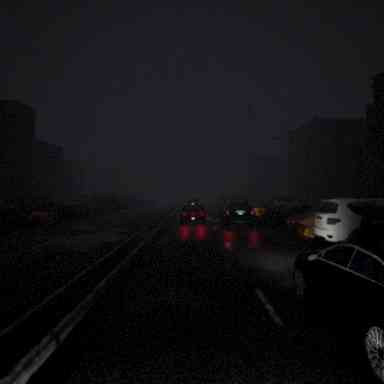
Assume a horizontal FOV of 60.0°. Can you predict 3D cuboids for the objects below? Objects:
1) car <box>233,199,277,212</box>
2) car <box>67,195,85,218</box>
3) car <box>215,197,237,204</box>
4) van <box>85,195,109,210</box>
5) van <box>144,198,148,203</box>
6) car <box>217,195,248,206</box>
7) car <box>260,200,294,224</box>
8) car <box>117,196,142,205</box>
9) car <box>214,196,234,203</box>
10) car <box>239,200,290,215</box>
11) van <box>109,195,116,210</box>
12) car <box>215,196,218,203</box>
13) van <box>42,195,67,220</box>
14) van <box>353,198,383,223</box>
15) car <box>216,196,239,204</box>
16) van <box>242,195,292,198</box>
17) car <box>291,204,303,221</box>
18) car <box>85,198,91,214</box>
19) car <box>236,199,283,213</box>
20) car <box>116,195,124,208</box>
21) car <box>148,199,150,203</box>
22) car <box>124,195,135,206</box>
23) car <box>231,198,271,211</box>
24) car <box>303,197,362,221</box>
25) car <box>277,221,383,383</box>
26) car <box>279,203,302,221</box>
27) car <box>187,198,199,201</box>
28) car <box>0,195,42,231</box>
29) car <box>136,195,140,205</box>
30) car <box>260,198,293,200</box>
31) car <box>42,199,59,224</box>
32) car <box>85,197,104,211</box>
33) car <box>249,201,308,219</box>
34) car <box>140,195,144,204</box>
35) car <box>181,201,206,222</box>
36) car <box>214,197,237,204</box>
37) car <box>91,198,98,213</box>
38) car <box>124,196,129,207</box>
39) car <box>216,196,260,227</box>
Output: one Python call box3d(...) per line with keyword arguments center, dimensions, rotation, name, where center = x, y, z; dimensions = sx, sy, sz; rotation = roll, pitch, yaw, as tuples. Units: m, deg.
box3d(center=(7.620, 1.604, 40.668), dimensions=(4.892, 1.521, 2.231), rotation=(0, 0, 0), name="car")
box3d(center=(-12.534, 1.273, 28.426), dimensions=(5.566, 2.045, 2.435), rotation=(0, 0, 0), name="car")
box3d(center=(7.613, 1.885, 73.759), dimensions=(4.674, 1.452, 2.002), rotation=(0, 0, 0), name="car")
box3d(center=(-12.674, 1.361, 39.544), dimensions=(4.442, 1.987, 1.878), rotation=(0, 0, 0), name="van")
box3d(center=(-12.425, 1.626, 72.770), dimensions=(4.442, 1.987, 1.878), rotation=(0, 0, 0), name="van")
box3d(center=(7.648, 1.514, 62.728), dimensions=(5.566, 2.045, 2.435), rotation=(0, 0, 0), name="car")
box3d(center=(7.626, 1.526, 24.127), dimensions=(4.892, 1.521, 2.231), rotation=(0, 0, 0), name="car")
box3d(center=(-12.576, 1.684, 67.333), dimensions=(4.553, 1.767, 2.185), rotation=(0, 0, 0), name="car")
box3d(center=(7.583, 1.747, 79.278), dimensions=(4.553, 1.767, 2.185), rotation=(0, 0, 0), name="car")
box3d(center=(7.622, 1.574, 35.155), dimensions=(4.892, 1.521, 2.231), rotation=(0, 0, 0), name="car")
box3d(center=(-12.440, 1.378, 42.321), dimensions=(4.442, 1.987, 1.878), rotation=(0, 0, 0), name="van")
box3d(center=(7.435, 1.740, 59.968), dimensions=(5.366, 1.575, 1.946), rotation=(0, 0, 0), name="car")
box3d(center=(-12.447, 1.287, 25.649), dimensions=(4.442, 1.987, 1.878), rotation=(0, 0, 0), name="van")
box3d(center=(7.753, 1.264, 10.341), dimensions=(4.442, 1.987, 1.878), rotation=(0, 0, 0), name="van")
box3d(center=(7.586, 1.704, 71.002), dimensions=(4.553, 1.767, 2.185), rotation=(0, 0, 0), name="car")
box3d(center=(7.512, 1.333, 32.275), dimensions=(4.442, 1.987, 1.878), rotation=(0, 0, 0), name="van")
box3d(center=(7.640, 1.500, 15.854), dimensions=(5.008, 1.535, 2.097), rotation=(0, 0, 0), name="car")
box3d(center=(-12.555, 1.540, 31.206), dimensions=(4.892, 1.521, 2.231), rotation=(0, 0, 0), name="car")
box3d(center=(7.621, 1.589, 37.911), dimensions=(4.892, 1.521, 2.231), rotation=(0, 0, 0), name="car")
box3d(center=(-12.583, 1.373, 45.102), dimensions=(5.566, 2.045, 2.435), rotation=(0, 0, 0), name="car")
box3d(center=(-12.572, 1.741, 75.677), dimensions=(4.553, 1.767, 2.185), rotation=(0, 0, 0), name="car")
box3d(center=(-12.523, 1.436, 53.314), dimensions=(5.566, 2.045, 2.435), rotation=(0, 0, 0), name="car")
box3d(center=(7.620, 1.621, 43.425), dimensions=(4.892, 1.521, 2.231), rotation=(0, 0, 0), name="car")
box3d(center=(7.664, 1.243, 13.099), dimensions=(5.566, 2.045, 2.435), rotation=(0, 0, 0), name="car")
box3d(center=(3.099, 1.494, 5.288), dimensions=(2.128, 1.511, 4.902), rotation=(0, 0, 0), name="car")
box3d(center=(7.636, 1.547, 18.612), dimensions=(4.674, 1.452, 2.002), rotation=(0, 0, 0), name="car")
box3d(center=(0.087, 1.482, 41.880), dimensions=(2.097, 1.767, 4.553), rotation=(0, 0, 0), name="car")
box3d(center=(-12.538, 1.240, 20.091), dimensions=(5.566, 2.045, 2.435), rotation=(0, 0, 0), name="car")
box3d(center=(-12.578, 1.485, 58.998), dimensions=(5.566, 2.045, 2.435), rotation=(0, -1, 0), name="car")
box3d(center=(7.816, 1.532, 26.883), dimensions=(5.366, 1.575, 1.946), rotation=(0, 0, 0), name="car")
box3d(center=(-12.380, 1.499, 22.868), dimensions=(5.366, 1.575, 1.946), rotation=(0, 0, 0), name="car")
box3d(center=(-12.556, 1.609, 36.638), dimensions=(4.674, 1.452, 2.002), rotation=(0, 0, 0), name="car")
box3d(center=(7.628, 1.586, 29.641), dimensions=(4.674, 1.452, 2.002), rotation=(0, 0, 0), name="car")
box3d(center=(-12.541, 1.784, 64.428), dimensions=(5.008, 1.535, 2.097), rotation=(0, -1, 0), name="car")
box3d(center=(0.091, 1.655, 26.710), dimensions=(1.895, 1.301, 4.718), rotation=(0, 0, 0), name="car")
box3d(center=(7.620, 1.861, 76.515), dimensions=(5.008, 1.535, 2.097), rotation=(0, 0, 0), name="car")
box3d(center=(-12.530, 1.583, 33.984), dimensions=(4.792, 1.488, 2.163), rotation=(0, 0, 0), name="car")
box3d(center=(-12.549, 1.705, 50.593), dimensions=(4.674, 1.452, 2.002), rotation=(0, 0, 0), name="car")
box3d(center=(3.093, 1.394, 23.384), dimensions=(2.097, 1.767, 4.553), rotation=(0, 0, 0), name="car")
